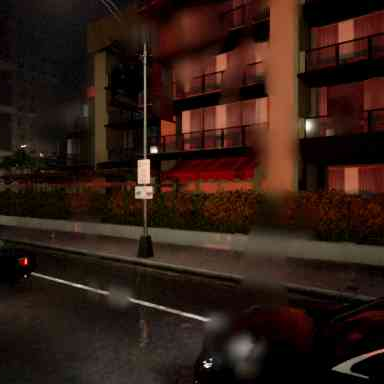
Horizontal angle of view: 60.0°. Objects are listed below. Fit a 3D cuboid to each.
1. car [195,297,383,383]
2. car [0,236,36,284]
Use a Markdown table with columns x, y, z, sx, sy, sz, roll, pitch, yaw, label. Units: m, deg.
| x | y | z | sx | sy | sz | roll | pitch | yaw | label |
| --- | --- | --- | --- | --- | --- | --- | --- | --- | --- |
| 2.293 | 1.506 | 2.422 | 4.892 | 1.490 | 1.837 | 0 | 0 | 35 | car |
| -5.980 | 1.601 | 8.278 | 4.718 | 1.301 | 1.895 | 0 | 0 | 36 | car |
